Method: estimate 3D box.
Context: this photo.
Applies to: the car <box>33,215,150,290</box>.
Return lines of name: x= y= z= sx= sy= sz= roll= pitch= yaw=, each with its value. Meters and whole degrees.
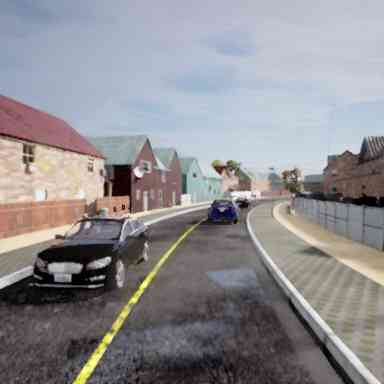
car: x=-2.414 y=1.440 z=9.118 sx=2.128 sy=1.511 sz=4.902 roll=0 pitch=1 yaw=4

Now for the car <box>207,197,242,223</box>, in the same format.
car: x=2.379 y=1.238 z=24.619 sx=2.097 sy=1.767 sz=4.553 roll=0 pitch=0 yaw=9

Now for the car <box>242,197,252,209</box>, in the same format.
car: x=6.460 y=1.352 z=42.269 sx=1.994 sy=1.385 sz=4.181 roll=0 pitch=1 yaw=16
